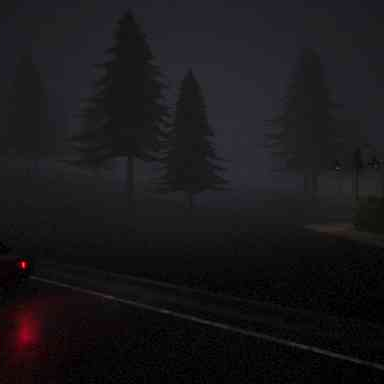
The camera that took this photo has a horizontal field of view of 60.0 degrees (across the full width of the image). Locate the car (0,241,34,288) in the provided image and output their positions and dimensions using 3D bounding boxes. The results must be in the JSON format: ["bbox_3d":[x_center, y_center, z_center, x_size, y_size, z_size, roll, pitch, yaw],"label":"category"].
[{"bbox_3d":[-6.054,1.713,8.314,4.718,1.301,1.895,-1,0,36],"label":"car"}]
